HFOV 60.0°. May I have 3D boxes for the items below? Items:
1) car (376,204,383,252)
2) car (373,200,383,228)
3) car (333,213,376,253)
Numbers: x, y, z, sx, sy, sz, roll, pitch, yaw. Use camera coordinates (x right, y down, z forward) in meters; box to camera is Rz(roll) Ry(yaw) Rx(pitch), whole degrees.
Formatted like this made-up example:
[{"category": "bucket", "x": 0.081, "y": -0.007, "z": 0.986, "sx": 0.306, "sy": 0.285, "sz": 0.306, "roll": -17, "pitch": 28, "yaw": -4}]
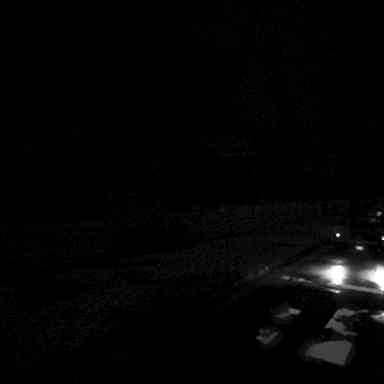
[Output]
[{"category": "car", "x": 7.348, "y": 1.275, "z": 9.742, "sx": 2.150, "sy": 2.045, "sz": 5.566, "roll": -1, "pitch": -1, "yaw": 41}, {"category": "car", "x": 14.328, "y": 1.484, "z": 23.503, "sx": 2.097, "sy": 1.767, "sz": 4.553, "roll": 0, "pitch": 0, "yaw": 36}, {"category": "car", "x": 7.195, "y": 1.674, "z": 13.533, "sx": 1.895, "sy": 1.301, "sz": 4.718, "roll": 0, "pitch": 0, "yaw": 36}]
